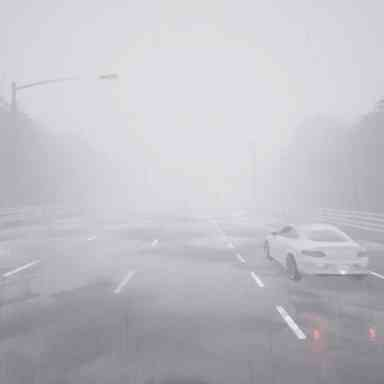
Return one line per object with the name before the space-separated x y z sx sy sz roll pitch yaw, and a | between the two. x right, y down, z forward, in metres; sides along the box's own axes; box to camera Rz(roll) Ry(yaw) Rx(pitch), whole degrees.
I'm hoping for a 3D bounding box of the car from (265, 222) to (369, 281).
car | 3.502 1.634 10.036 1.812 1.442 4.674 0 -1 0
